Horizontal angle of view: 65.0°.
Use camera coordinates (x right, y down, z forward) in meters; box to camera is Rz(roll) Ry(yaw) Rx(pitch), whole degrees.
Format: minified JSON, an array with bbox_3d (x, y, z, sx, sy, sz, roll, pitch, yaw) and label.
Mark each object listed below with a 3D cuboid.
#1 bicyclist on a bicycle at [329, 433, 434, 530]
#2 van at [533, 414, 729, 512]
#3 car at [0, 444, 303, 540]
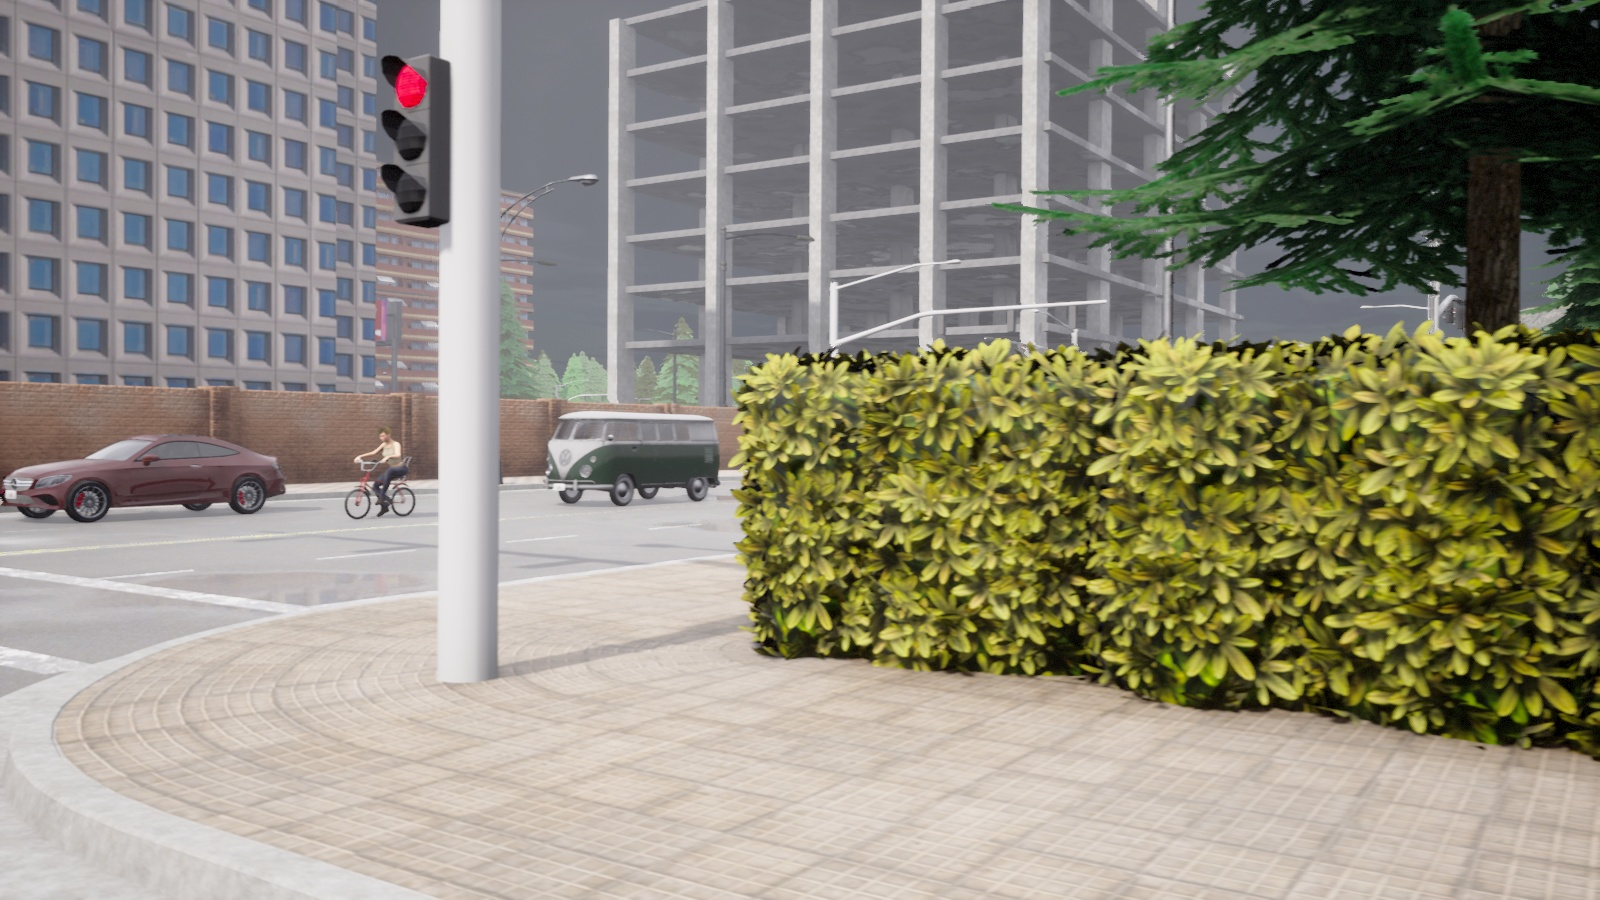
[{"bbox_3d":[-7.322,0.523,22.007,0.866,1.612,1.509,0,1,34],"label":"bicyclist on a bicycle"},{"bbox_3d":[-3.614,0.229,27.625,1.775,1.987,4.442,0,1,34],"label":"van"},{"bbox_3d":[-11.406,0.653,22.187,1.812,1.442,4.674,0,1,33],"label":"car"}]
